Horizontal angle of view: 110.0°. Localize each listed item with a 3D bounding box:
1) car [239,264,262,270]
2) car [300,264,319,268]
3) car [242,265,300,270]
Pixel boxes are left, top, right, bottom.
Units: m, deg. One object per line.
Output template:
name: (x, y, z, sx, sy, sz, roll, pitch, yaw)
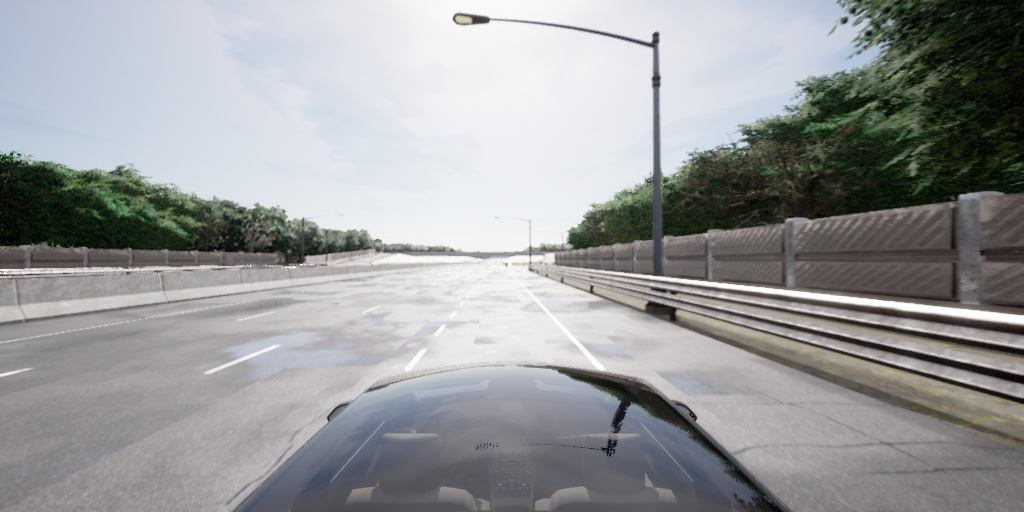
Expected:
car: (-33.179, 1.862, 46.650, 1.882, 1.535, 5.008, 0, -1, -2)
car: (-26.133, 1.908, 45.252, 1.994, 1.385, 4.181, 0, -1, -2)
car: (-22.231, 1.785, 33.298, 1.895, 1.301, 4.718, 0, -1, -2)
